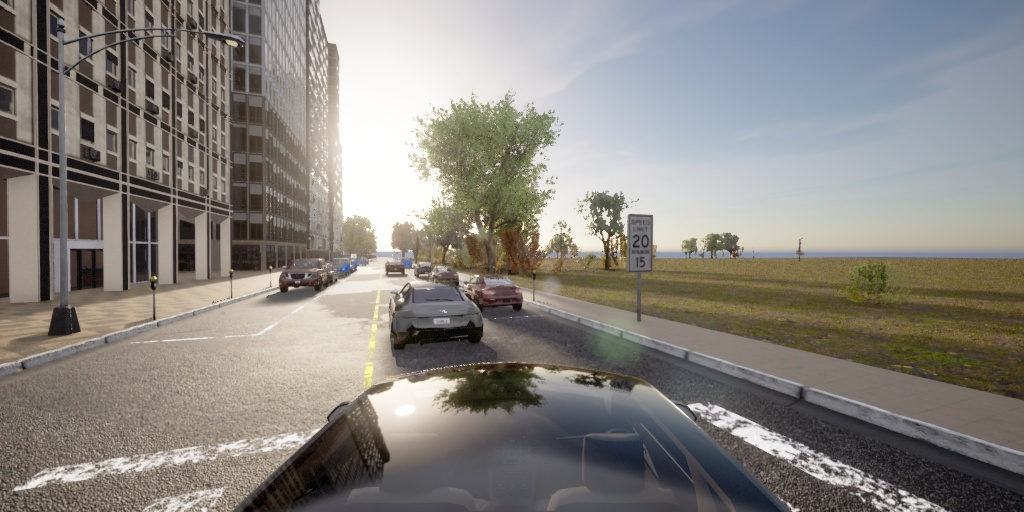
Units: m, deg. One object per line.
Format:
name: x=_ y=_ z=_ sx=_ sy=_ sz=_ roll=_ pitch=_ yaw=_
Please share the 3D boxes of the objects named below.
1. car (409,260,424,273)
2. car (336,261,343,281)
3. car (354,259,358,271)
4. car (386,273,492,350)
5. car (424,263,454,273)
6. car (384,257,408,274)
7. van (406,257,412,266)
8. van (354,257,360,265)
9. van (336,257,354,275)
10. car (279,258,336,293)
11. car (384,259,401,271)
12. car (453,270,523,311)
car: x=-8.475 y=1.281 z=34.623 sx=2.007 sy=1.370 sz=4.403 roll=0 pitch=0 yaw=-20
car: x=-14.020 y=1.308 z=26.588 sx=1.948 sy=1.339 sz=4.313 roll=0 pitch=0 yaw=-20
car: x=-19.587 y=1.317 z=42.272 sx=1.802 sy=1.307 sz=4.207 roll=0 pitch=0 yaw=-20
car: x=-2.124 y=1.310 z=9.287 sx=1.994 sy=1.385 sz=4.181 roll=0 pitch=0 yaw=-20
car: x=-4.650 y=1.317 z=24.222 sx=1.802 sy=1.307 sz=4.207 roll=0 pitch=0 yaw=-20
car: x=-12.789 y=1.209 z=39.230 sx=1.882 sy=1.535 sz=5.008 roll=0 pitch=0 yaw=-19
van: x=-17.820 y=1.059 z=60.705 sx=1.690 sy=1.789 sz=3.998 roll=0 pitch=0 yaw=-20
van: x=-21.458 y=1.074 z=47.494 sx=1.690 sy=1.789 sz=3.998 roll=0 pitch=0 yaw=-20
van: x=-17.716 y=1.078 z=37.049 sx=1.690 sy=1.789 sz=3.998 roll=0 pitch=0 yaw=-20
car: x=-12.192 y=1.060 z=21.351 sx=2.192 sy=1.841 sz=5.009 roll=0 pitch=0 yaw=-20
car: x=-16.309 y=1.218 z=48.913 sx=2.128 sy=1.511 sz=4.902 roll=0 pitch=0 yaw=-19
car: x=-0.878 y=1.323 z=13.799 sx=1.802 sy=1.307 sz=4.207 roll=0 pitch=0 yaw=-20
